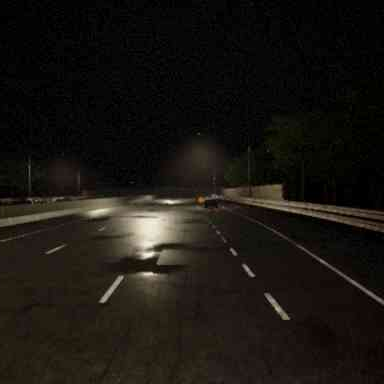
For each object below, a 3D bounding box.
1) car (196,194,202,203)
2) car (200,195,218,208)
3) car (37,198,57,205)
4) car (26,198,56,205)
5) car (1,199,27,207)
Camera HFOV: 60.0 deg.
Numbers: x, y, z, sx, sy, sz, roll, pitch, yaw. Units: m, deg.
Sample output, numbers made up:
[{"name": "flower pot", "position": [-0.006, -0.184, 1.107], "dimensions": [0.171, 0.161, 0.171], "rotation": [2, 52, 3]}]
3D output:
[{"name": "car", "position": [2.376, 1.520, 67.345], "dimensions": [1.882, 1.535, 5.008], "rotation": [0, 0, -1]}, {"name": "car", "position": [2.691, 1.504, 48.652], "dimensions": [2.128, 1.511, 4.902], "rotation": [0, 0, -1]}, {"name": "car", "position": [-29.119, 1.901, 66.955], "dimensions": [1.895, 1.301, 4.718], "rotation": [0, 0, -1]}, {"name": "car", "position": [-18.275, 1.736, 41.992], "dimensions": [2.033, 1.411, 5.357], "rotation": [0, 0, -1]}, {"name": "car", "position": [-21.780, 1.725, 42.370], "dimensions": [1.837, 1.490, 4.892], "rotation": [-1, -1, -1]}]
